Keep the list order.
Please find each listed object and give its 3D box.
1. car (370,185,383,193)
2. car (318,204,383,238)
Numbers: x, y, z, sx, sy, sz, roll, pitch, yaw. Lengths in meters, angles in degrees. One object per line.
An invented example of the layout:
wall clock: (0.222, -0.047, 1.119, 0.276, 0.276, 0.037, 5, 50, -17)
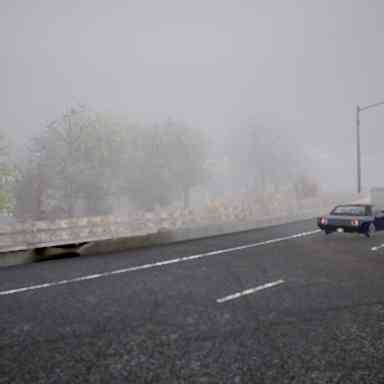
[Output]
car: (37.090, -0.574, 66.195, 1.882, 1.535, 5.008, -1, 1, 12)
car: (7.575, 1.190, 14.986, 4.718, 1.301, 1.895, -2, 1, -44)
